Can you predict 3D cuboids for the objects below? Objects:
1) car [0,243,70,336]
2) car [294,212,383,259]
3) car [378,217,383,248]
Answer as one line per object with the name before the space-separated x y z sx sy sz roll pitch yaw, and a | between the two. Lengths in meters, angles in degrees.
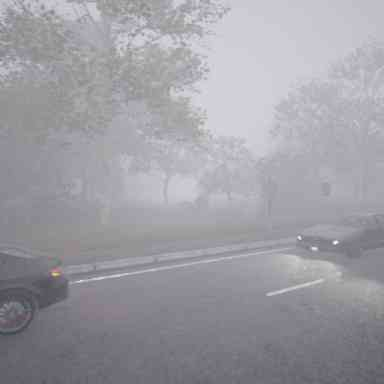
car | -4.364 1.528 5.163 4.674 1.442 1.812 0 0 -35
car | 6.272 1.504 12.653 5.357 1.411 2.033 0 0 -35
car | 7.327 1.468 9.125 4.892 1.490 1.837 0 0 -35
